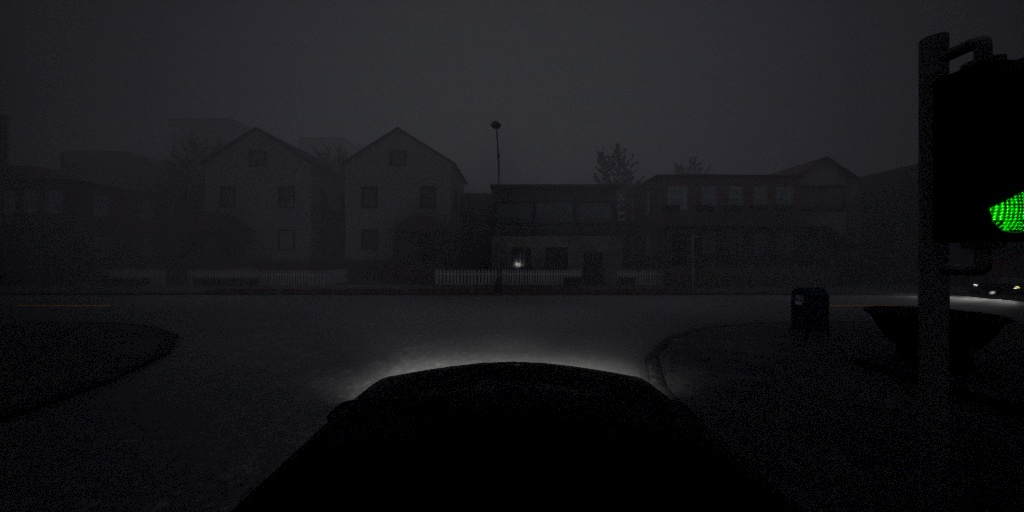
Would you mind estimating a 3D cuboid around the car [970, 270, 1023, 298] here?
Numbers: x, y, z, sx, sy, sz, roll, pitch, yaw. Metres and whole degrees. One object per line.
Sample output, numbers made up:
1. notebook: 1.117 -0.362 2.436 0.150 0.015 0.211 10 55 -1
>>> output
1. car: 24.749 1.297 16.485 5.357 1.411 2.033 0 0 0
